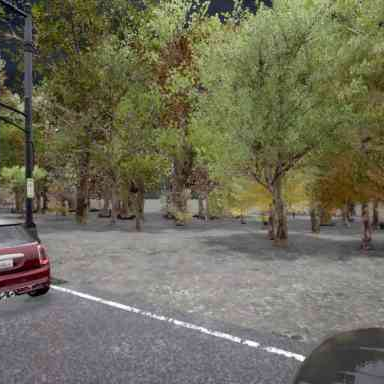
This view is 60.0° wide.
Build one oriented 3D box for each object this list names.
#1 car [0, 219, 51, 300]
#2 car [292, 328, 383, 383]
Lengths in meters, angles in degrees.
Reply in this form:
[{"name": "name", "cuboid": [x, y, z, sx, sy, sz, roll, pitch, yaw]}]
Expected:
[{"name": "car", "cuboid": [-5.196, 1.350, 7.379, 4.553, 1.767, 2.097, 0, 1, 35]}, {"name": "car", "cuboid": [2.941, 1.495, 1.589, 4.892, 1.490, 1.837, 0, 1, 36]}]
